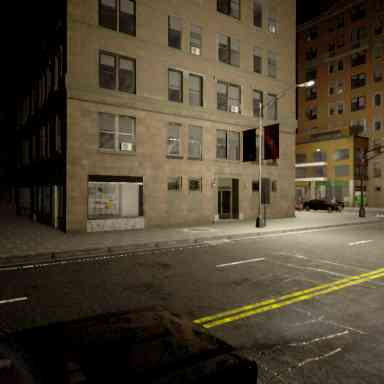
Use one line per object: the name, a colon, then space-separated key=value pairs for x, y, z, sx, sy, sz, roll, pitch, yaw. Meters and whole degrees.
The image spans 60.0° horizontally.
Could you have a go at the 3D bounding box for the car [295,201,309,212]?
car: x=10.828 y=1.420 z=38.350 sx=1.967 sy=1.590 sz=4.097 roll=0 pitch=0 yaw=-35

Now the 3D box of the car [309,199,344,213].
car: x=14.563 y=1.516 z=37.435 sx=1.812 sy=1.442 sz=4.674 roll=0 pitch=0 yaw=-35

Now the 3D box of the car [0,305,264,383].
car: x=-1.700 y=1.601 z=2.230 sx=4.718 sy=1.301 sz=1.895 roll=0 pitch=0 yaw=-35

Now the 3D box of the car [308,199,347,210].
car: x=17.405 y=1.576 z=42.947 sx=1.947 sy=1.339 sz=4.313 roll=0 pitch=0 yaw=-35
